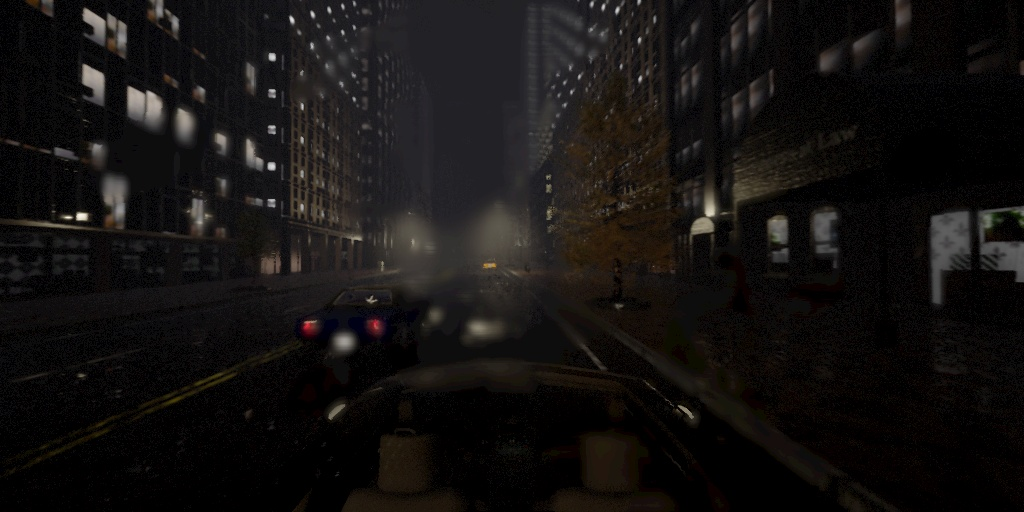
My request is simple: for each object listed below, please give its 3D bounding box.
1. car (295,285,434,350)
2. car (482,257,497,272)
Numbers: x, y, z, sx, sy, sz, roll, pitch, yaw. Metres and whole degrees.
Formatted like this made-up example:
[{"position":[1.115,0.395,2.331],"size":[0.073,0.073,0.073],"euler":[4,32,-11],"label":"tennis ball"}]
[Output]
[{"position":[-3.288,1.376,9.149],"size":[1.895,1.301,4.718],"euler":[0,0,-1],"label":"car"},{"position":[-3.014,1.212,48.820],"size":[1.801,1.575,5.366],"euler":[0,0,-5],"label":"car"}]
